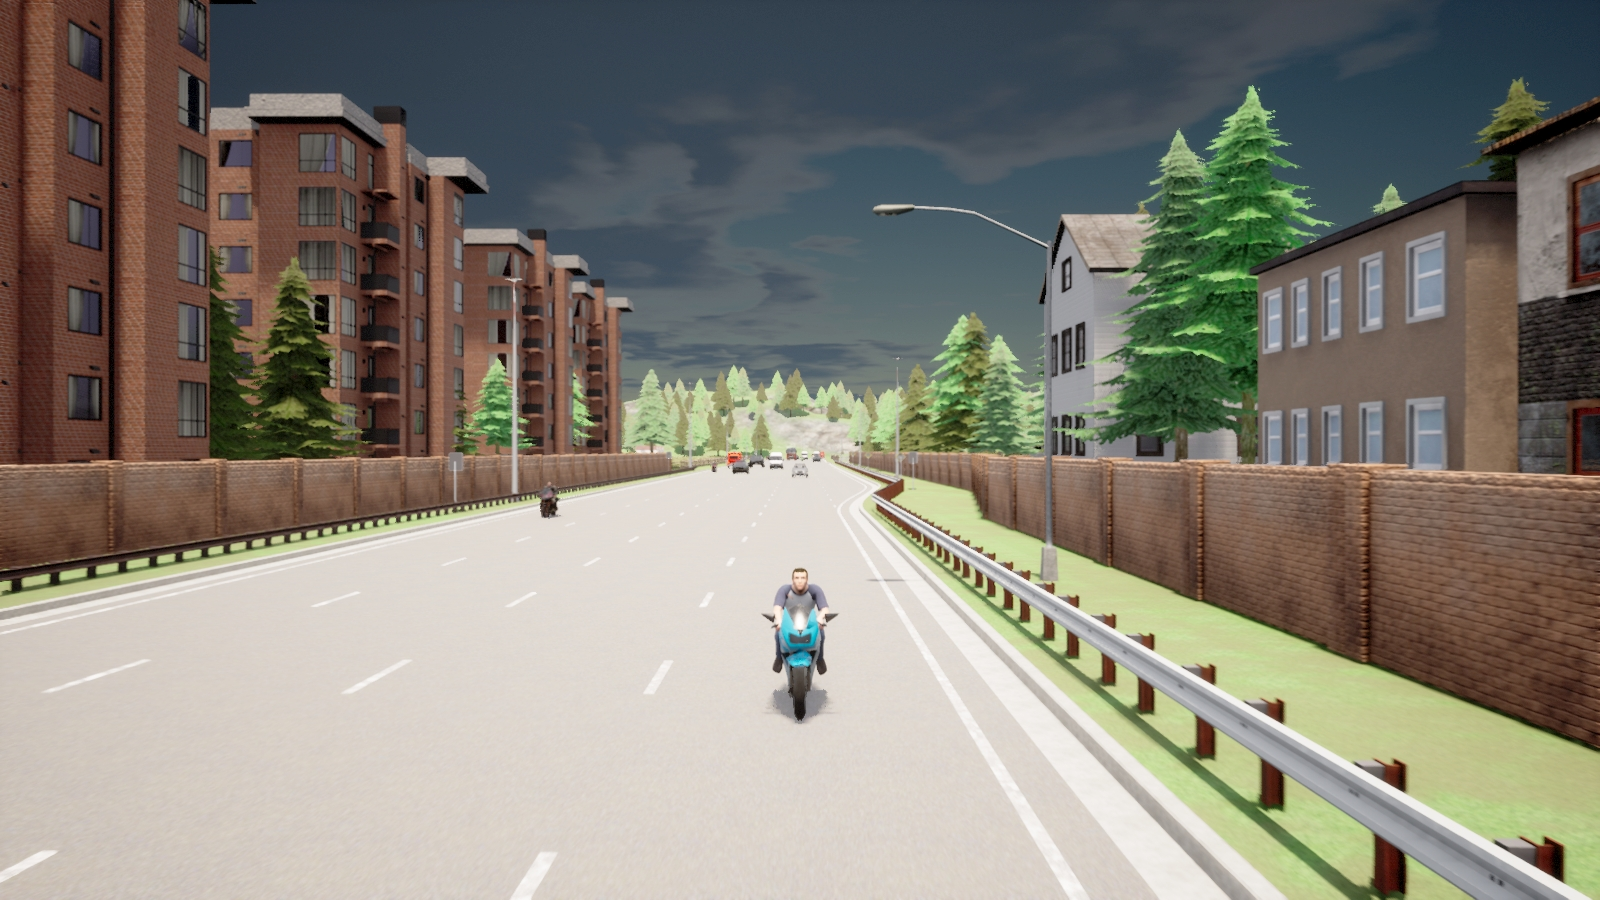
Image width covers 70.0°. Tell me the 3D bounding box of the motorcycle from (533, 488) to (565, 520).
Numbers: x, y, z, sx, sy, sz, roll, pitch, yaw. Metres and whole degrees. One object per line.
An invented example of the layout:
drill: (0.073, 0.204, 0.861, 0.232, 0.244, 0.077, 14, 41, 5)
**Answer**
motorcycle: (-10.498, 2.236, 47.916, 0.867, 1.251, 2.209, 0, 0, 0)

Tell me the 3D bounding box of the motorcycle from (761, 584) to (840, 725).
motorcycle: (0.002, 2.195, 12.617, 0.803, 1.199, 2.033, 0, 0, 0)
